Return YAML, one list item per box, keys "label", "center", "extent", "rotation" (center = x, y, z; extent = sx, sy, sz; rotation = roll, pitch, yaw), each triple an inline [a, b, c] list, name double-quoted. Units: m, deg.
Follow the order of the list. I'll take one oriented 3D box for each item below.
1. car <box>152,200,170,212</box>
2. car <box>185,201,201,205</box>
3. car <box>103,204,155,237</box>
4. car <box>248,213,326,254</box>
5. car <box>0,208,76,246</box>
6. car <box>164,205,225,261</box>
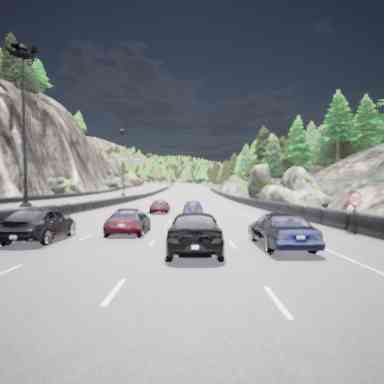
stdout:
- label: "car"
  center: [-3.416, 1.540, 35.917]
  extent: [1.994, 1.385, 4.181]
  rotation: [0, 0, 0]
- label: "car"
  center: [0.087, 1.539, 30.962]
  extent: [2.033, 1.411, 5.357]
  rotation: [0, 0, 0]
- label: "car"
  center: [-3.407, 1.566, 18.035]
  extent: [1.994, 1.385, 4.181]
  rotation: [0, 0, 0]
- label: "car"
  center: [3.594, 1.547, 13.487]
  extent: [2.033, 1.411, 5.357]
  rotation: [0, 0, 0]
- label: "car"
  center: [-6.906, 1.508, 15.260]
  extent: [1.837, 1.490, 4.892]
  rotation: [0, 0, 0]
- label: "car"
  center: [0.095, 1.478, 12.282]
  extent: [1.882, 1.535, 5.008]
  rotation: [0, 0, 0]
